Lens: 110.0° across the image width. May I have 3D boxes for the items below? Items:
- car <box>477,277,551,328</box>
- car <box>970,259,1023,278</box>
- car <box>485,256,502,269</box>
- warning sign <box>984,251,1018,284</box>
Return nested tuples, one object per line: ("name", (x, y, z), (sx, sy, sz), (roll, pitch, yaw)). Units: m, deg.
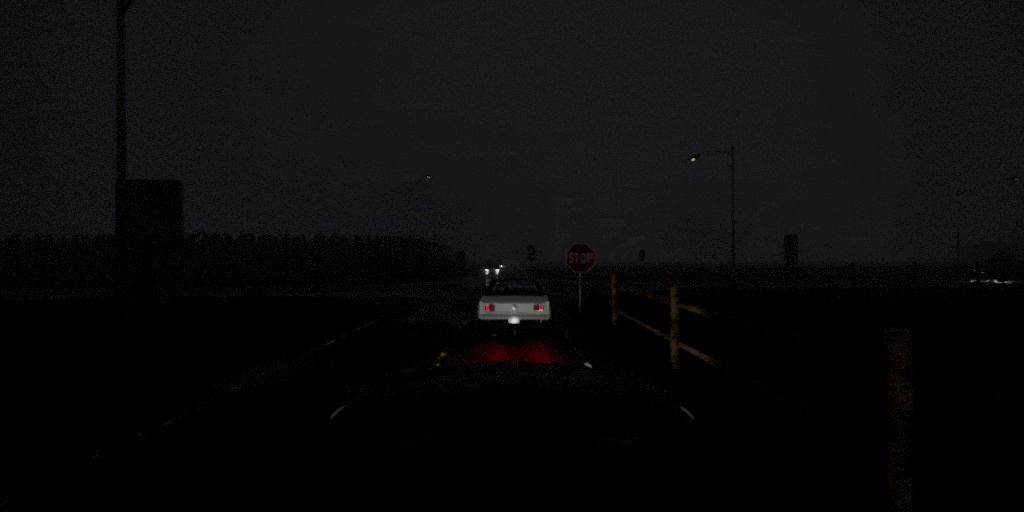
("car", (0.109, 1.313, 11.160), (1.895, 1.301, 4.718), (0, 0, 1))
("car", (37.104, 0.957, 26.644), (4.892, 1.490, 1.837), (0, 0, -5))
("car", (-2.830, 1.094, 52.366), (1.837, 1.490, 4.892), (0, 0, 0))
("warning sign", (28.085, 0.615, 20.586), (1.060, 1.860, 1.300), (0, 0, -5))
